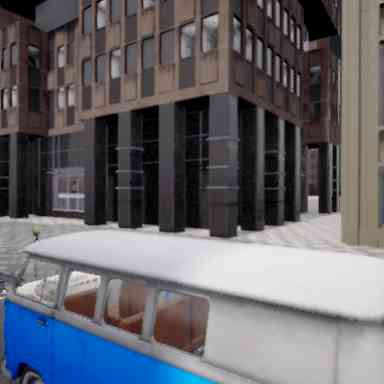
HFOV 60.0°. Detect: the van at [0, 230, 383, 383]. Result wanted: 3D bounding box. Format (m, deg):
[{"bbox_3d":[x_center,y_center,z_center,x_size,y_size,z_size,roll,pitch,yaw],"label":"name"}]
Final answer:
[{"bbox_3d":[-0.156,1.340,3.072,3.998,1.788,1.690,0,0,36],"label":"van"}]
